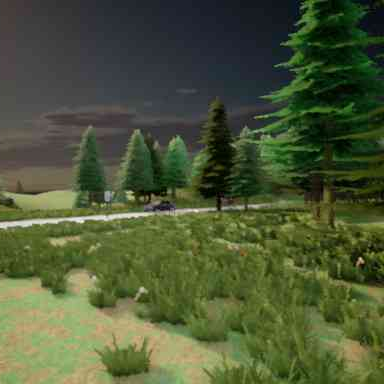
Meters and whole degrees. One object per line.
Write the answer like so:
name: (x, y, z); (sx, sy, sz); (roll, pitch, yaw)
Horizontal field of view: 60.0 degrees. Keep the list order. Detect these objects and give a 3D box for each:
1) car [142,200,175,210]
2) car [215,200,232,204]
car: (-3.985, 1.779, 40.473); (1.837, 1.490, 4.892); (0, 0, 35)
car: (5.461, 1.517, 53.829); (1.812, 1.442, 4.674); (0, 0, 35)
